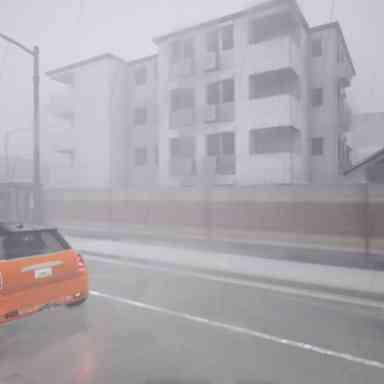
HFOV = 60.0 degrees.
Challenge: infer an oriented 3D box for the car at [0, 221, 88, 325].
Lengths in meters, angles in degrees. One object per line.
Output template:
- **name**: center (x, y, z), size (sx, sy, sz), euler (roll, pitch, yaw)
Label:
- **car**: center (-4.256, 1.407, 6.872), size (4.553, 1.767, 2.097), euler (-1, 0, 35)
